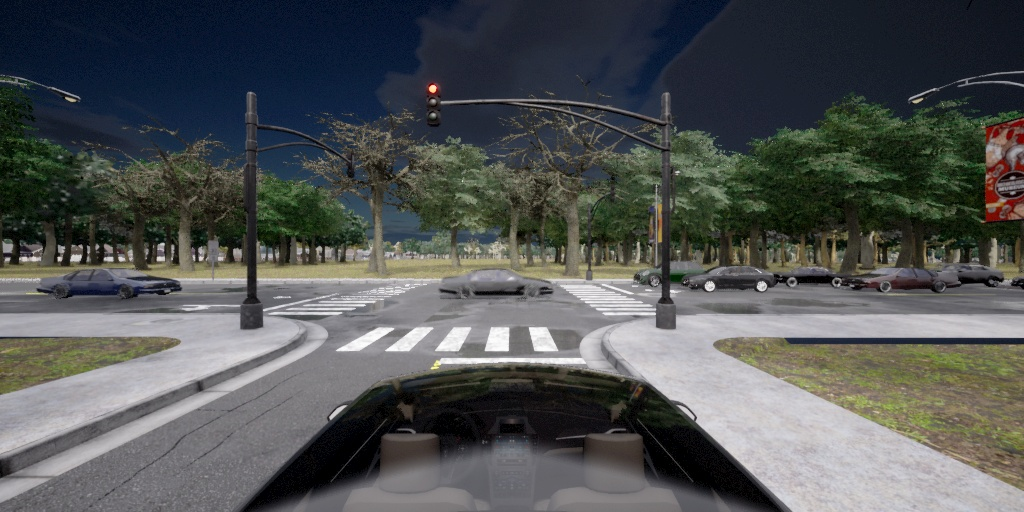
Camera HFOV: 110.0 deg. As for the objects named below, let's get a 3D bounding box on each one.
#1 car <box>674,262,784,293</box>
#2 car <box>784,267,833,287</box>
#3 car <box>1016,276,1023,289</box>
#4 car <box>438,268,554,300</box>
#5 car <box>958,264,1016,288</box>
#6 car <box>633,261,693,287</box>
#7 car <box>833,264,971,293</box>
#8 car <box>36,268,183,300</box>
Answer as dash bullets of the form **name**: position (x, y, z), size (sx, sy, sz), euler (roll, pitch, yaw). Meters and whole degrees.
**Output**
- **car**: position (12.326, 1.269, 20.565), size (4.892, 1.490, 1.837), euler (0, 0, 0)
- **car**: position (19.462, 1.371, 23.820), size (4.718, 1.301, 1.895), euler (0, 0, 0)
- **car**: position (32.403, 1.344, 20.564), size (5.357, 1.411, 2.033), euler (0, 0, 0)
- **car**: position (-0.751, 1.298, 17.111), size (5.357, 1.411, 2.033), euler (0, 0, 0)
- **car**: position (29.398, 1.277, 23.819), size (4.902, 1.511, 2.128), euler (0, 0, 0)
- **car**: position (10.478, 1.109, 23.813), size (4.553, 1.767, 2.097), euler (0, 0, 0)
- **car**: position (22.187, 1.327, 20.569), size (5.357, 1.411, 2.033), euler (0, 0, 0)
- **car**: position (-19.079, 1.278, 17.098), size (5.357, 1.411, 2.033), euler (0, 0, 0)
